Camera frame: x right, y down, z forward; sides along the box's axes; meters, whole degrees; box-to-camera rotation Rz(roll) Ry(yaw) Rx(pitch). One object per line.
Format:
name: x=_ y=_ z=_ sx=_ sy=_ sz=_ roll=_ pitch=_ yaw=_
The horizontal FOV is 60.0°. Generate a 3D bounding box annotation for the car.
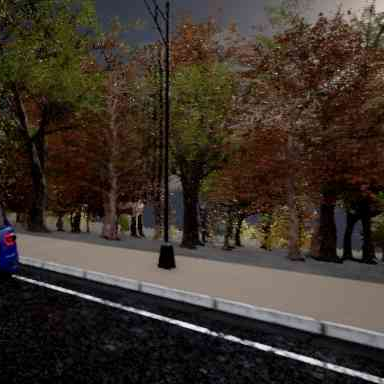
car: x=-6.600 y=1.245 z=8.395 sx=5.566 sy=2.045 sz=2.150 roll=0 pitch=0 yaw=36
